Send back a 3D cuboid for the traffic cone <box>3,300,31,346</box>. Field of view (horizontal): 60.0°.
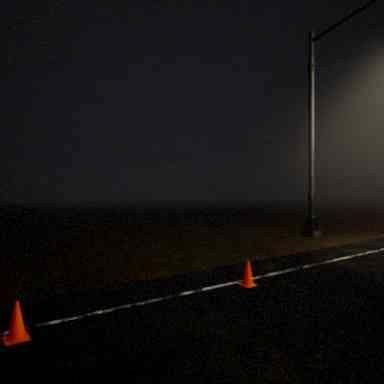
[{"bbox_3d":[-2.676,1.957,5.090,0.340,0.580,0.340,0,0,-36],"label":"traffic cone"}]

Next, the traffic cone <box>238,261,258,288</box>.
[{"bbox_3d":[1.354,1.948,8.007,0.340,0.580,0.340,0,0,-36],"label":"traffic cone"}]
